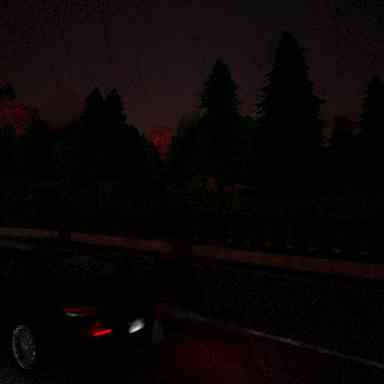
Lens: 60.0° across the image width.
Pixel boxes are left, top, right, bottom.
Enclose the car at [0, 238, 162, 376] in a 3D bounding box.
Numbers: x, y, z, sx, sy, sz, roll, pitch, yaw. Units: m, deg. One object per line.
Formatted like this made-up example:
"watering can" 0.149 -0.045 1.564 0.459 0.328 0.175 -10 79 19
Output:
"car" -2.623 1.513 5.494 4.674 1.442 1.812 0 0 33
